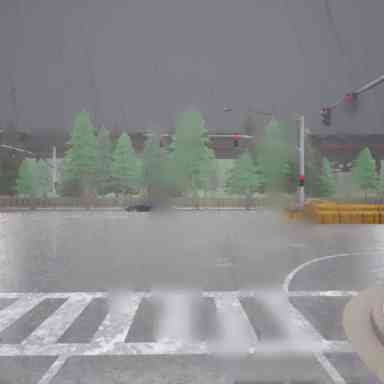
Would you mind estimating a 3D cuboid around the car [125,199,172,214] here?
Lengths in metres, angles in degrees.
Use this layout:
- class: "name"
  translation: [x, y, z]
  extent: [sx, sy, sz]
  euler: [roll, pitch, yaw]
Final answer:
- class: "car"
  translation: [-4.574, 1.505, 34.951]
  extent: [4.892, 1.490, 1.837]
  euler: [0, 0, -2]

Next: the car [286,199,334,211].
- class: "car"
  translation: [12.588, 1.478, 35.474]
  extent: [5.008, 1.535, 1.882]
  euler: [0, 0, -2]
